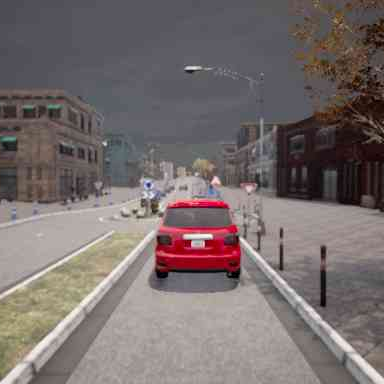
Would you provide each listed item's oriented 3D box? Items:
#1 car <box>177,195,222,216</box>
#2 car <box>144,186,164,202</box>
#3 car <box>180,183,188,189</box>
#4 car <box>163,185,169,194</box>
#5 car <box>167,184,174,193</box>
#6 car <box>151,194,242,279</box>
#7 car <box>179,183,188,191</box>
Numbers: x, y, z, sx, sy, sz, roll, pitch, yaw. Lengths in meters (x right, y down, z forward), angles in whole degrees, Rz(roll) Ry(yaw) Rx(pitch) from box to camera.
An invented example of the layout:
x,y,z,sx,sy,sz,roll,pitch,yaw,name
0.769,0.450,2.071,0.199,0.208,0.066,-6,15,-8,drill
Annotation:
x,y,z,sx,sy,sz,roll,pitch,yaw,name
0.500,1.069,28.466,2.033,1.411,5.357,-1,2,-20,car
-5.201,0.397,43.952,1.882,1.535,5.008,0,4,1,car
-2.019,-1.637,86.579,1.812,1.442,4.674,0,2,0,car
-5.154,0.023,54.145,1.812,1.442,4.674,0,3,0,car
-5.073,-0.558,64.780,1.837,1.490,4.892,0,3,1,car
0.158,1.210,10.143,2.150,2.045,5.566,0,1,0,car
-2.035,-1.083,76.589,1.812,1.442,4.674,0,2,0,car
